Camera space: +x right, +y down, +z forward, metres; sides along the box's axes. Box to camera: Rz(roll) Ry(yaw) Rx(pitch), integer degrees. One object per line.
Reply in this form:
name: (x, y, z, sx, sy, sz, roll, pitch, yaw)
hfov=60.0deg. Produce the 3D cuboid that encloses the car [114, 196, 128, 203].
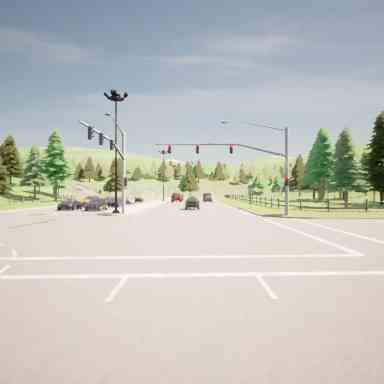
car: (-14.945, 1.595, 70.027, 1.895, 1.301, 4.718, 0, 0, 0)

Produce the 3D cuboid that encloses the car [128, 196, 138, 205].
car: (-11.533, 1.601, 59.796, 1.895, 1.301, 4.718, 0, 0, 1)

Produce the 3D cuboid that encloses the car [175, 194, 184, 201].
car: (-3.178, 1.419, 84.598, 1.882, 1.535, 5.008, 0, 0, 2)

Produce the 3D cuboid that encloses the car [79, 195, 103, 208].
car: (-15.057, 1.352, 49.756, 2.097, 1.767, 4.553, 0, 0, 0)

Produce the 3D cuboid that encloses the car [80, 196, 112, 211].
car: (-11.570, 1.505, 40.415, 1.837, 1.490, 4.892, 0, 0, 0)

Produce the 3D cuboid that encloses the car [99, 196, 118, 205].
car: (-15.022, 1.493, 59.917, 2.128, 1.511, 4.902, 0, 0, 0)

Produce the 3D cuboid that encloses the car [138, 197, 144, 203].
car: (-11.445, 1.595, 69.931, 1.895, 1.301, 4.718, 0, 0, 0)

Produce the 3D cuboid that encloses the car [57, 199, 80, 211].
car: (-15.058, 1.564, 41.249, 1.994, 1.385, 4.181, 0, 0, 1)

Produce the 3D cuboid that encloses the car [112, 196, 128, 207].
car: (-11.561, 1.547, 50.154, 2.033, 1.411, 5.357, 0, 0, 0)

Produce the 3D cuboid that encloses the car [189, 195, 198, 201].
car: (0.321, 1.466, 84.503, 2.128, 1.511, 4.902, 0, 0, 2)

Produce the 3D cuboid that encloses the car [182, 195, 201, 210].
car: (0.032, 1.504, 43.214, 1.837, 1.490, 4.892, 0, 0, 0)

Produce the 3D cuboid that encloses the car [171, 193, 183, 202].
car: (-3.409, 1.221, 73.853, 2.150, 2.045, 5.566, 0, 0, 1)

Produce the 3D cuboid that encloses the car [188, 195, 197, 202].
car: (0.095, 1.475, 74.233, 1.882, 1.535, 5.008, 0, 0, 1)

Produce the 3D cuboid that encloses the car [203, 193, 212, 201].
car: (3.820, 1.166, 84.439, 2.150, 2.045, 5.566, 0, 0, 2)

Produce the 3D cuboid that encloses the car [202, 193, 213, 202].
car: (3.591, 1.536, 73.814, 2.033, 1.411, 5.357, 0, 0, 1)
